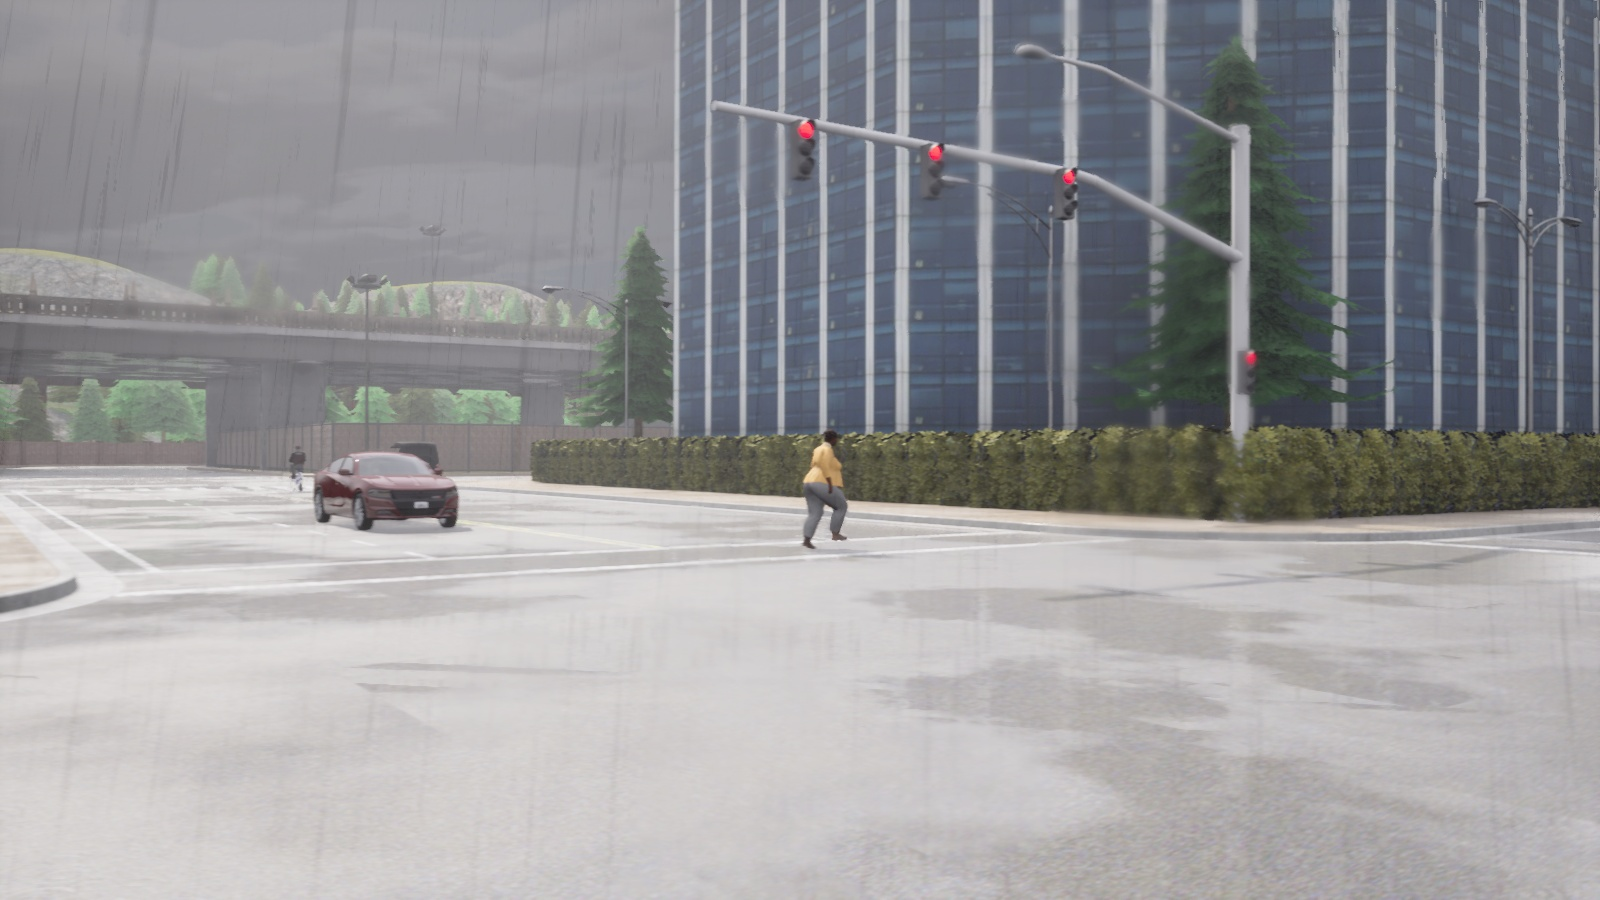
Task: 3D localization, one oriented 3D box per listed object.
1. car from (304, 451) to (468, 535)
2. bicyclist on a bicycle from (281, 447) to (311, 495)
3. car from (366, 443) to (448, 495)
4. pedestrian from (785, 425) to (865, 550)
[{"bbox_3d":[-8.580,0.804,25.733,1.882,1.535,5.008,0,0,-34],"label":"car"},{"bbox_3d":[-18.961,0.771,47.188,0.659,1.776,1.843,0,0,-34],"label":"bicyclist on a bicycle"},{"bbox_3d":[-14.867,0.688,47.397,1.905,1.878,3.866,0,0,-34],"label":"car"},{"bbox_3d":[0.376,0.560,19.223,0.900,1.855,0.874,0,0,-29],"label":"pedestrian"}]
